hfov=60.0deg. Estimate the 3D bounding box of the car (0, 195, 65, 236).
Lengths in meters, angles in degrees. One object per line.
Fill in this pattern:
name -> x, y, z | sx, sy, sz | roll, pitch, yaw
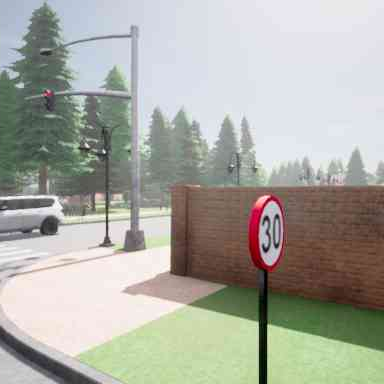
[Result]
car -> -8.845, 1.200, 16.018 | 2.150, 2.045, 5.566 | 0, 0, 30
